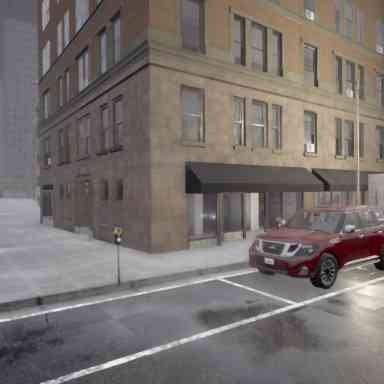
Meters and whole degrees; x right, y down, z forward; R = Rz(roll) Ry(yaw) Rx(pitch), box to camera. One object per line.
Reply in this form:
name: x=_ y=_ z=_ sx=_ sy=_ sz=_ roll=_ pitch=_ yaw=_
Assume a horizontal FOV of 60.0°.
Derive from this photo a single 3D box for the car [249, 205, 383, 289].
car: x=3.865 y=1.313 z=9.313 sx=5.009 sy=1.841 sz=2.192 roll=0 pitch=-1 yaw=-36
